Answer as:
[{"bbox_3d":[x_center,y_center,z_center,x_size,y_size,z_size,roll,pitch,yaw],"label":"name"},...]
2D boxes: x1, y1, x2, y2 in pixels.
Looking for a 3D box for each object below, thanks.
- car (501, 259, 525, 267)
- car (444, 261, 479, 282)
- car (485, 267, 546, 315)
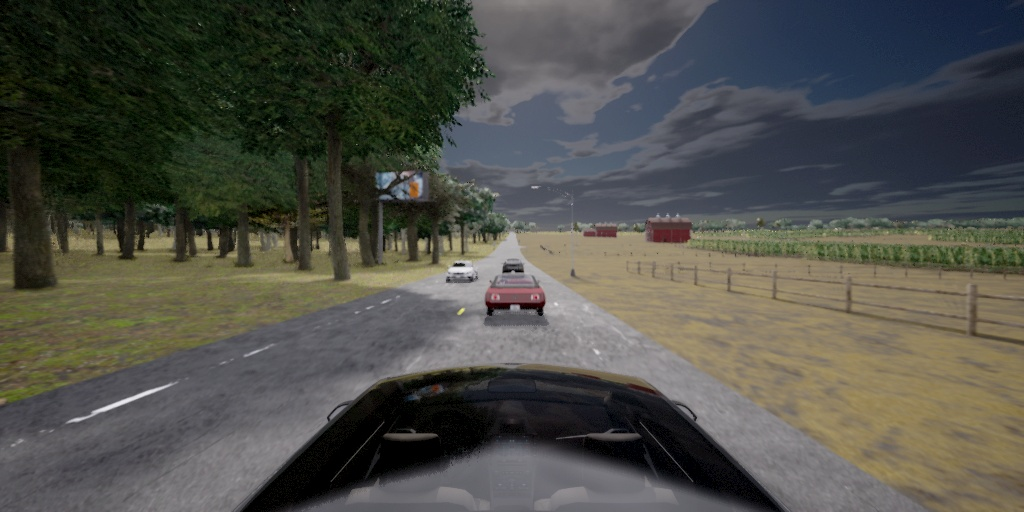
[{"bbox_3d":[0.094,0.982,31.270,1.837,1.490,4.892,0,1,0],"label":"car"},{"bbox_3d":[-3.555,1.061,26.075,1.812,1.442,4.674,0,0,0],"label":"car"},{"bbox_3d":[0.101,1.261,13.053,1.895,1.301,4.718,0,0,0],"label":"car"}]
